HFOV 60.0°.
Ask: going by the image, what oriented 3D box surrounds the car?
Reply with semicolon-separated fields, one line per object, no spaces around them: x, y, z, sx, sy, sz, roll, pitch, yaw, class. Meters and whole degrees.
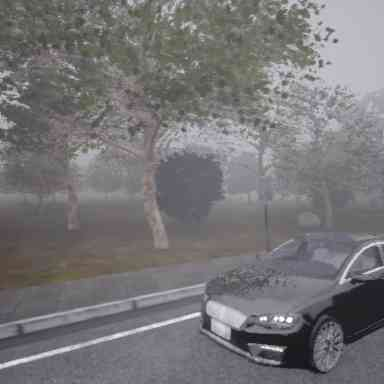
2.360;1.489;5.670;4.902;1.511;2.128;0;0;-35;car
